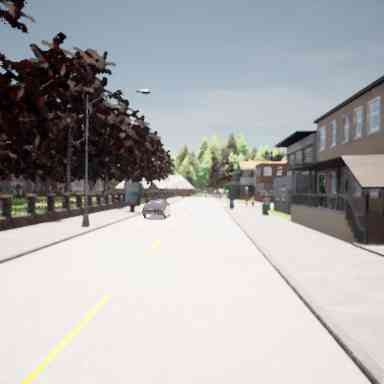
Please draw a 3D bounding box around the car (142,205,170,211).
[{"bbox_3d":[-2.776,1.243,27.070,2.033,1.411,5.357,1,0,3],"label":"car"}]
